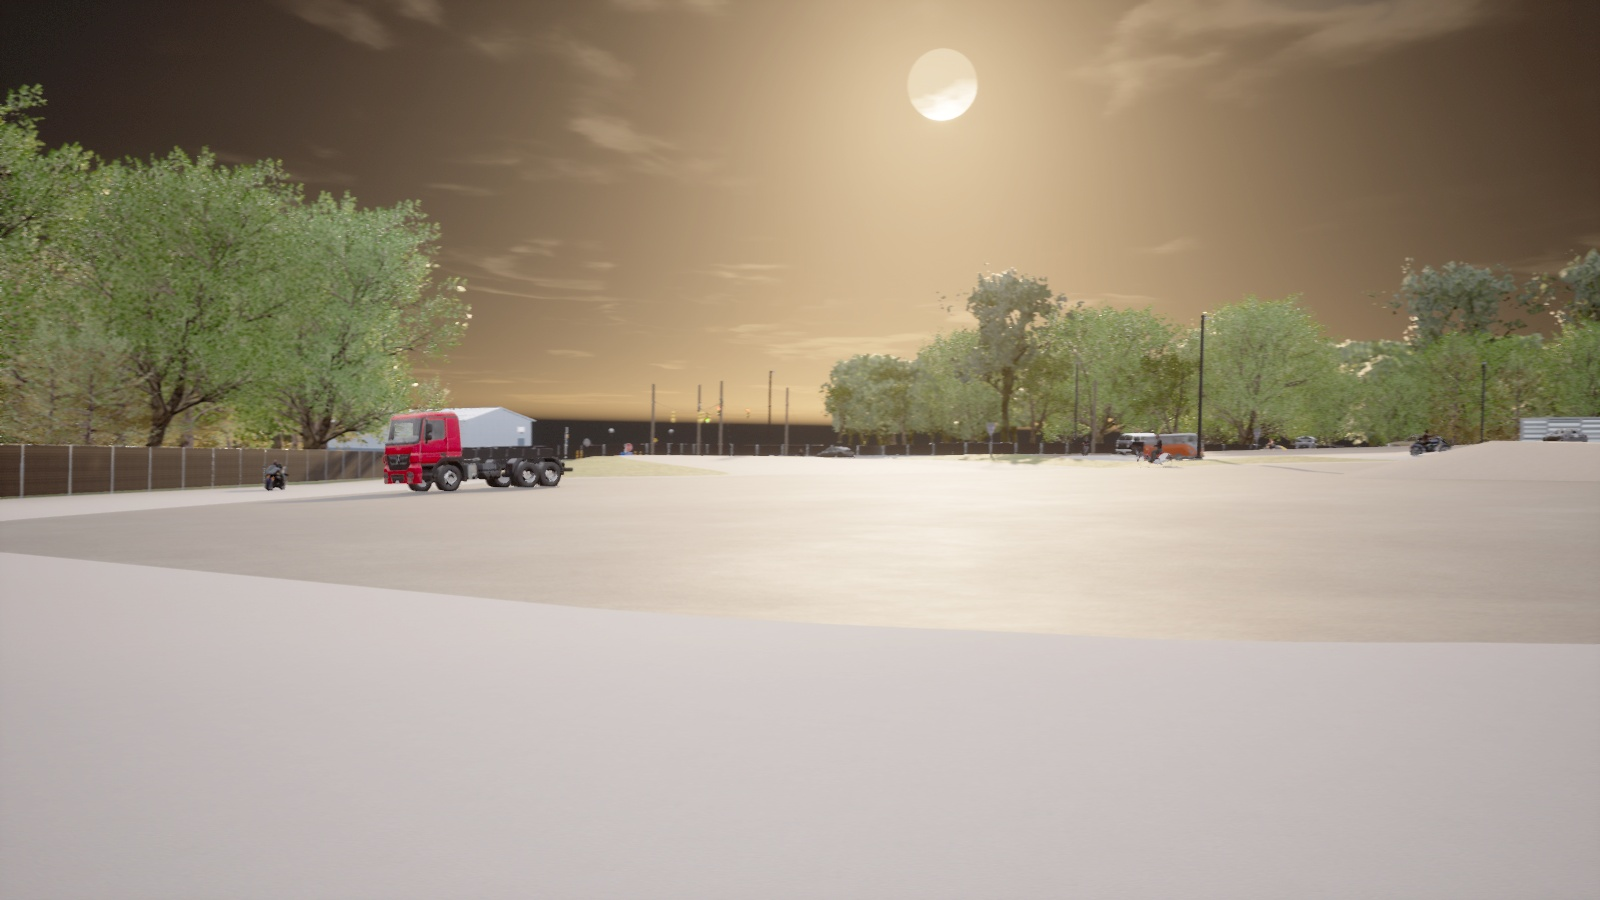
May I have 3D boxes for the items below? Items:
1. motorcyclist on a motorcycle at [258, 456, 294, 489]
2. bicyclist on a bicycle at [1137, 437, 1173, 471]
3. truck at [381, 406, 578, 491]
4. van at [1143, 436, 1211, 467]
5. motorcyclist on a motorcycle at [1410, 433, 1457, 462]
[{"bbox_3d":[-25.090,1.062,60.166,0.866,1.530,2.191,2,-1,-2],"label":"motorcyclist on a motorcycle"},{"bbox_3d":[19.220,0.208,67.915,1.843,1.776,0.659,-1,0,16],"label":"bicyclist on a bicycle"},{"bbox_3d":[-13.911,-0.090,55.093,2.891,3.462,7.936,-2,0,45],"label":"truck"},{"bbox_3d":[25.048,0.114,83.557,1.775,1.987,4.442,0,-1,-27],"label":"van"},{"bbox_3d":[37.555,-0.153,74.450,2.350,1.649,0.766,-1,0,15],"label":"motorcyclist on a motorcycle"}]
